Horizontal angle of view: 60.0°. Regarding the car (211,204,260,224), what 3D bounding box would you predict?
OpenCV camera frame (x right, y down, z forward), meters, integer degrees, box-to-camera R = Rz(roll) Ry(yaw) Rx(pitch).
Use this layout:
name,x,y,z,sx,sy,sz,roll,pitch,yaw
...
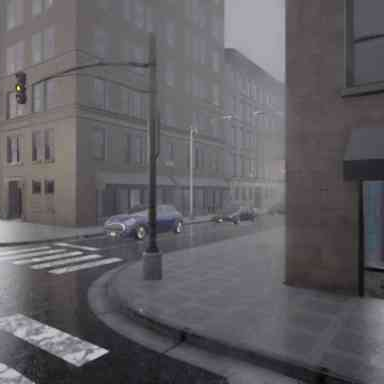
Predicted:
name,x,y,z,sx,sy,sz,roll,pitch,yaw
car,3.584,1.678,26.121,2.033,1.411,5.357,0,0,35

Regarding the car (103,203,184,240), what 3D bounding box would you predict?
name,x,y,z,sx,sy,sz,roll,pitch,yaw
car,-2.451,1.424,17.620,2.097,1.767,4.553,0,0,35

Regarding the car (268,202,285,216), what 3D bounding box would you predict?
name,x,y,z,sx,sy,sz,roll,pitch,yaw
car,9.772,1.735,34.804,2.033,1.411,5.357,0,0,36
